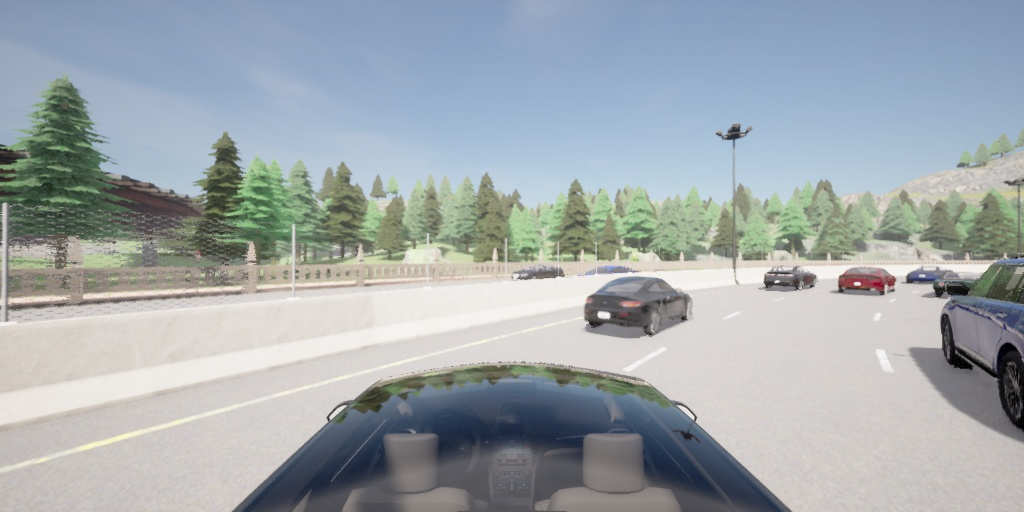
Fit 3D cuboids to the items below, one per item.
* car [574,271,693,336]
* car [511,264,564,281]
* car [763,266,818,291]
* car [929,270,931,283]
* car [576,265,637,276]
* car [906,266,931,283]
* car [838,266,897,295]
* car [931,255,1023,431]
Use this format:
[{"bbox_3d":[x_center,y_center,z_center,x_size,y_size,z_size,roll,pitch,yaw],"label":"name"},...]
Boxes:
[{"bbox_3d":[3.857,1.333,10.708,1.812,1.442,4.674,0,-1,42],"label":"car"},{"bbox_3d":[2.107,1.410,28.682,4.902,1.511,2.128,0,0,-40],"label":"car"},{"bbox_3d":[18.160,1.382,23.337,4.902,1.511,2.128,0,0,-36],"label":"car"},{"bbox_3d":[23.545,1.463,18.577,4.718,1.301,1.895,0,0,-35],"label":"car"},{"bbox_3d":[5.942,1.360,22.782,5.008,1.535,1.882,0,-1,-41],"label":"car"},{"bbox_3d":[33.048,1.489,28.205,4.181,1.385,1.994,0,0,-27],"label":"car"},{"bbox_3d":[20.669,1.353,20.823,5.008,1.535,1.882,0,0,-36],"label":"car"},{"bbox_3d":[7.689,0.991,4.645,2.150,2.045,5.566,-1,-1,42],"label":"car"}]
